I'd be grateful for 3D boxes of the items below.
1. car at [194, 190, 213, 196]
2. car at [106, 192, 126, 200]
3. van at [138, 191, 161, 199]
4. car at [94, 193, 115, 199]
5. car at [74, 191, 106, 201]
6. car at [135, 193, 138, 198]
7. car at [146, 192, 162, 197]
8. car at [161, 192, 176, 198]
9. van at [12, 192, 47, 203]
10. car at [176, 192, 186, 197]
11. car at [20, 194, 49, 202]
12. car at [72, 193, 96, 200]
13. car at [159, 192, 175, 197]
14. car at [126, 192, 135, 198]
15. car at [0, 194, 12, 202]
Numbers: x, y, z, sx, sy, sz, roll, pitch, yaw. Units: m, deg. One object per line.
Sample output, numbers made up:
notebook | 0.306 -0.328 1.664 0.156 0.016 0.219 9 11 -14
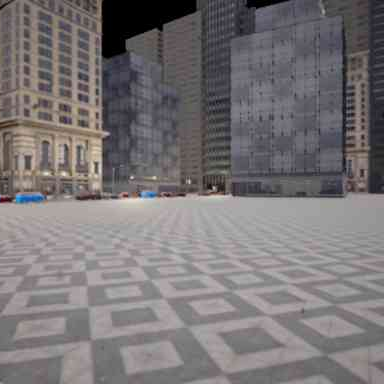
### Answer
car | 3.113 0.618 92.267 1.802 1.307 4.206 1 1 36
car | -15.912 0.928 65.601 2.008 1.369 4.403 1 1 36
van | -9.570 0.593 74.487 1.690 1.788 3.998 1 1 36
car | -19.677 0.869 75.003 2.008 1.369 4.403 1 1 36
car | -19.083 0.759 61.153 2.192 1.841 5.009 1 1 36
car | -13.335 0.743 83.890 1.887 1.381 4.507 1 1 36
car | -10.165 0.725 88.334 1.802 1.307 4.206 1 1 36
car | -6.399 0.633 78.933 1.967 1.590 4.097 1 1 36
van | -25.426 0.923 52.264 1.690 1.788 3.998 1 1 36
car | -3.228 0.682 83.378 1.887 1.381 4.507 1 1 36
car | -29.190 1.067 61.670 2.008 1.369 4.403 1 1 36
car | -22.848 0.933 70.559 2.008 1.369 4.403 1 1 36
car | -6.994 0.641 92.778 2.008 1.369 4.403 1 1 36
car | -16.506 0.697 79.445 1.967 1.590 4.097 1 1 36
car | -32.360 1.131 57.227 1.887 1.381 4.507 1 1 36
